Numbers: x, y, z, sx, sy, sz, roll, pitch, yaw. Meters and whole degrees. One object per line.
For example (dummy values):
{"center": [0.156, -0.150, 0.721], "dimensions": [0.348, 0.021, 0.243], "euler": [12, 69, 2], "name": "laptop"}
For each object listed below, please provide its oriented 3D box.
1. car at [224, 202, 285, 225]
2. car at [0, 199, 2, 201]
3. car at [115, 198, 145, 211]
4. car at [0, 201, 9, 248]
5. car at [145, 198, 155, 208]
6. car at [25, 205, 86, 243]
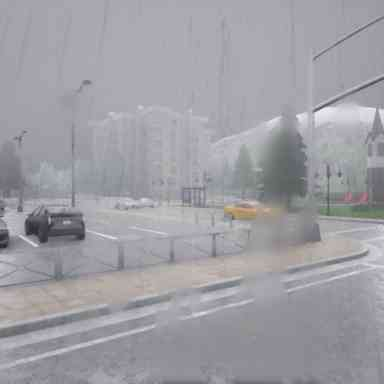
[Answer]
{"center": [4.488, 1.474, 24.371], "dimensions": [1.882, 1.535, 5.008], "euler": [0, 0, -36], "name": "car"}
{"center": [-21.592, 1.373, 36.423], "dimensions": [1.845, 1.501, 3.633], "euler": [0, 0, -36], "name": "car"}
{"center": [-8.079, 1.522, 41.503], "dimensions": [1.812, 1.442, 4.674], "euler": [0, 0, -36], "name": "car"}
{"center": [-8.870, 1.330, 13.436], "dimensions": [2.152, 1.636, 5.027], "euler": [0, 0, -36], "name": "car"}
{"center": [-6.816, 1.522, 45.805], "dimensions": [1.812, 1.442, 4.674], "euler": [0, 0, -36], "name": "car"}
{"center": [-6.356, 1.339, 15.313], "dimensions": [2.007, 1.523, 4.514], "euler": [0, 0, -36], "name": "car"}
